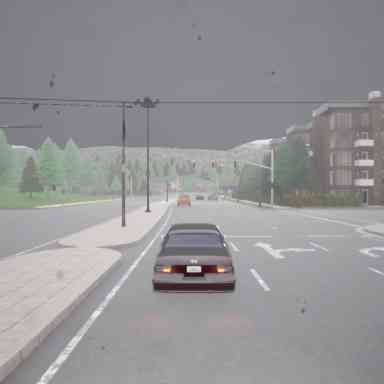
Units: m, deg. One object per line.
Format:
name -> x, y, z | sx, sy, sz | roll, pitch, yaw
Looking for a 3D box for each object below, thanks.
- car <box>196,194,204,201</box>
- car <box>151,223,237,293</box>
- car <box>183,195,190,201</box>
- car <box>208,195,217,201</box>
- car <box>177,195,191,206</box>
car -> 2.043, 1.477, 85.582 | 1.882, 1.535, 5.008 | 0, 0, 0
car -> 0.048, 1.547, 8.975 | 2.033, 1.411, 5.357 | 0, 0, 0
car -> -1.457, 1.523, 85.546 | 1.812, 1.442, 4.674 | 0, 0, 0
car -> 5.543, 1.539, 85.587 | 2.033, 1.411, 5.357 | 0, 0, 0
car -> -1.317, 1.352, 54.721 | 2.097, 1.767, 4.553 | 0, 0, -1
